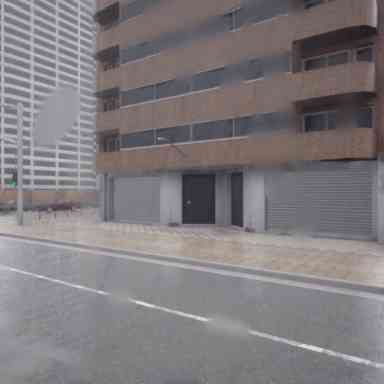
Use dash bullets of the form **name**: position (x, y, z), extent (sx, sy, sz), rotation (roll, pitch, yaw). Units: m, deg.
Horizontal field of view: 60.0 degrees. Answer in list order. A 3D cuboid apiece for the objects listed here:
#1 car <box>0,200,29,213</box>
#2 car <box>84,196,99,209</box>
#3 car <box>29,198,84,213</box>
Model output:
- **car**: position (-19.507, 1.545, 37.395), extent (2.033, 1.411, 5.357), rotation (0, 0, 35)
- **car**: position (-13.813, 1.561, 45.595), extent (1.994, 1.385, 4.181), rotation (0, 0, 35)
- **car**: position (-15.137, 1.475, 37.555), extent (1.882, 1.535, 5.008), rotation (0, 0, 35)
